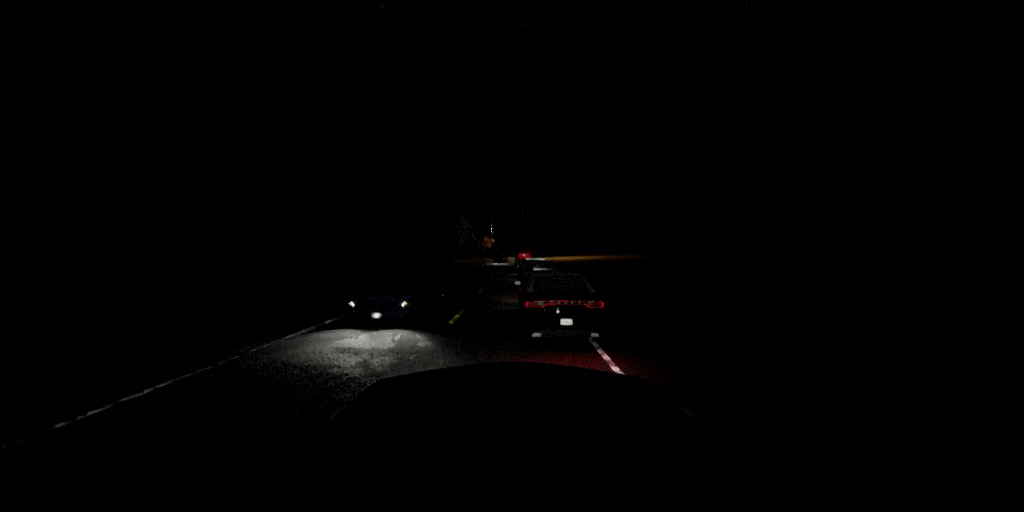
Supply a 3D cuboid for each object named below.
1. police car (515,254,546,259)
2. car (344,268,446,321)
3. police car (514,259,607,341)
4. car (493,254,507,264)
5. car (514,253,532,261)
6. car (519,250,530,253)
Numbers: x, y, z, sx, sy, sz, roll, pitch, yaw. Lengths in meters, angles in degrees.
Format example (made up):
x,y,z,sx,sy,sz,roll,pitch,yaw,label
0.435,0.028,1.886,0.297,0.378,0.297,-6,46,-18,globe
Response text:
x,y,z,sx,sy,sz,roll,pitch,yaw,label
1.272,0.885,19.579,1.930,1.638,5.238,0,1,1,police car
-3.507,1.131,12.008,2.033,1.411,5.357,0,1,1,car
1.099,1.047,9.615,1.930,1.638,5.238,0,1,1,police car
-1.763,0.421,55.020,2.033,1.411,5.357,0,1,4,car
1.308,0.612,46.799,1.895,1.301,4.718,0,1,4,car
2.099,0.012,59.917,2.150,2.045,5.566,0,1,4,car
